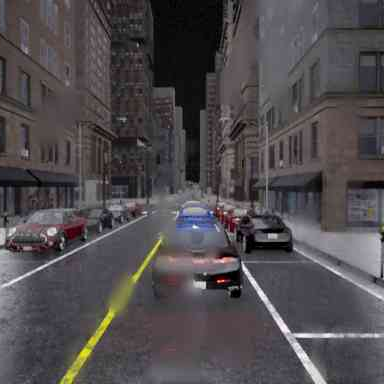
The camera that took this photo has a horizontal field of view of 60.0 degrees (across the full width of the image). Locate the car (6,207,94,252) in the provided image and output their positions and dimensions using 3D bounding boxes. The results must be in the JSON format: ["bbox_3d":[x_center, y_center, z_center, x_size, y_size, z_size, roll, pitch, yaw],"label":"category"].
[{"bbox_3d":[-5.728,1.435,13.582,1.967,1.590,4.097,-1,0,0],"label":"car"}]

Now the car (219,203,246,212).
[{"bbox_3d":[2.818,1.538,19.057,1.887,1.381,4.507,-1,0,0],"label":"car"}]

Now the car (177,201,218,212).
[{"bbox_3d":[0.163,1.471,17.992,1.882,1.535,5.008,0,0,0],"label":"car"}]

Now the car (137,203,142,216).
[{"bbox_3d":[-5.668,1.536,30.098,1.887,1.381,4.507,-1,0,0],"label":"car"}]

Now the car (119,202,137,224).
[{"bbox_3d":[-5.687,1.543,24.593,2.008,1.369,4.403,-1,0,0],"label":"car"}]

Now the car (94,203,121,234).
[{"bbox_3d":[-5.707,1.559,19.087,1.947,1.339,4.313,-1,0,0],"label":"car"}]

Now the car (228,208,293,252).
[{"bbox_3d":[2.799,1.561,13.552,1.947,1.339,4.313,-1,0,0],"label":"car"}]

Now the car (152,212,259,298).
[{"bbox_3d":[0.128,1.488,8.487,2.128,1.511,4.902,0,0,0],"label":"car"}]

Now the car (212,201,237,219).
[{"bbox_3d":[2.857,1.536,30.068,1.887,1.381,4.507,-1,0,0],"label":"car"}]

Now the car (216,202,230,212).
[{"bbox_3d":[2.838,1.537,24.562,1.887,1.381,4.507,-1,0,0],"label":"car"}]
